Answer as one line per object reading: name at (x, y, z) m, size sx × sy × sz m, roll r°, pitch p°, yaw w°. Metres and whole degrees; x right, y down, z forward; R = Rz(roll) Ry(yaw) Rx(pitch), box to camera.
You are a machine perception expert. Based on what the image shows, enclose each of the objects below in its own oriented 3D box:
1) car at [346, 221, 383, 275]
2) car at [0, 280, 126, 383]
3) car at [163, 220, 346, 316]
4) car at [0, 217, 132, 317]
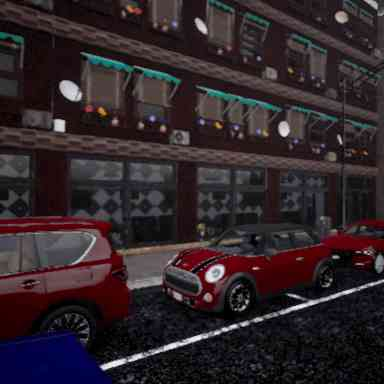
car at (5.941, 1.629, 10.800) m, size 4.507 × 1.381 × 1.887 m, roll 1°, pitch 0°, yaw -36°
car at (-2.619, 1.590, 1.389) m, size 4.718 × 1.301 × 1.895 m, roll 1°, pitch 0°, yaw -36°
car at (1.353, 1.481, 7.526) m, size 4.097 × 1.590 × 1.967 m, roll 1°, pitch 0°, yaw -36°
car at (-3.233, 1.313, 4.252) m, size 5.009 × 1.841 × 2.192 m, roll 1°, pitch 0°, yaw -36°
